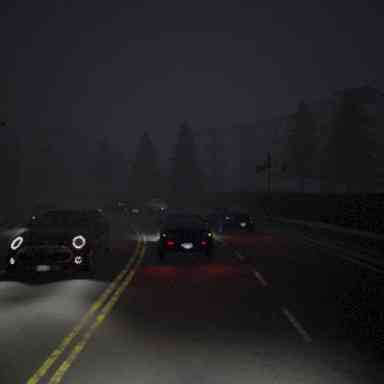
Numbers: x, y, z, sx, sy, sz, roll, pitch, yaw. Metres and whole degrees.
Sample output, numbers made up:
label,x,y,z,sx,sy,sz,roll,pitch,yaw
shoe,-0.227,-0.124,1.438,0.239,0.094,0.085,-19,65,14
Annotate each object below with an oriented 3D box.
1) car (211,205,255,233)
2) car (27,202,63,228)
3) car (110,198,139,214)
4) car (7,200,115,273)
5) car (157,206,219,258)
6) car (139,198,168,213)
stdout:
label,x,y,z,sx,sy,sz,roll,pitch,yaw
car,2.110,1.453,19.160,1.812,1.442,4.674,0,0,-12
car,-9.987,1.460,22.926,2.033,1.411,5.357,0,0,-22
car,-7.506,1.365,33.311,2.128,1.511,4.902,0,0,-32
car,-3.929,1.311,10.583,2.097,1.767,4.553,0,0,-5
car,-0.330,1.478,12.563,1.812,1.442,4.674,0,0,-5
car,-4.092,1.395,34.411,1.812,1.442,4.674,0,0,-31
